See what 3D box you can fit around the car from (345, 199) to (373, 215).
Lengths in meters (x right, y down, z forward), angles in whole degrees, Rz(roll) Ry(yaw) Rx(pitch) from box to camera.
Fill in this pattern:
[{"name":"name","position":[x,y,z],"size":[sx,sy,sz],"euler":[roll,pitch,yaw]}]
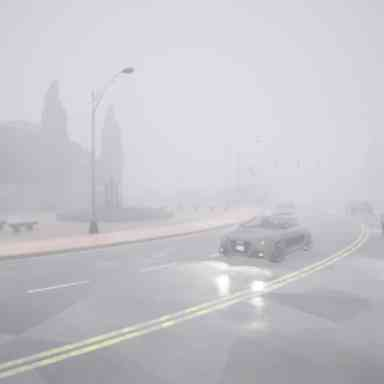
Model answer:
[{"name":"car","position":[16.448,1.447,32.906],"size":[2.128,1.511,4.902],"euler":[0,0,15]}]

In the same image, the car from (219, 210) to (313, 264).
[{"name":"car","position":[2.784,1.575,12.052],"size":[1.994,1.385,4.181],"euler":[0,0,39]}]

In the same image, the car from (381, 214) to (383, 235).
[{"name":"car","position":[11.205,1.560,17.809],"size":[1.895,1.301,4.718],"euler":[-1,0,29]}]

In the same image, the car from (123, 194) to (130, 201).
[{"name":"car","position":[-18.358,1.752,85.331],"size":[1.970,1.475,3.806],"euler":[0,0,15]}]

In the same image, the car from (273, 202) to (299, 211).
[{"name":"car","position":[7.842,1.558,27.652],"size":[2.033,1.411,5.357],"euler":[0,0,18]}]
